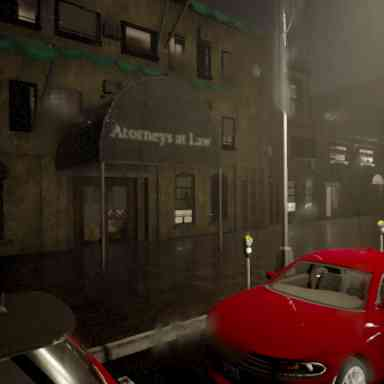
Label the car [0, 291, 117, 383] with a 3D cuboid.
[{"bbox_3d":[-2.234,1.440,1.319,4.097,1.590,1.967,0,-1,-37],"label":"car"}]

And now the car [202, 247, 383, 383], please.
[{"bbox_3d":[2.170,1.544,4.694,4.507,1.381,1.887,0,-1,-37],"label":"car"}]
